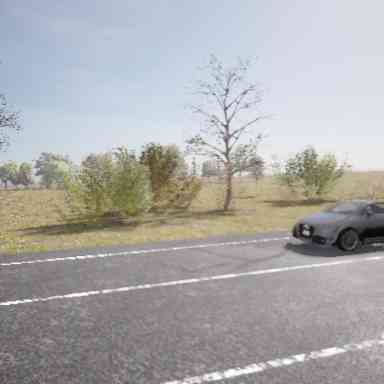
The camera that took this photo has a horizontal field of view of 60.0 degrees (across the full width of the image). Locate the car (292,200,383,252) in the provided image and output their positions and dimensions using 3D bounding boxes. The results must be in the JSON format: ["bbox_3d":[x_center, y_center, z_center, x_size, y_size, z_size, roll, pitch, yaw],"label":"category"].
[{"bbox_3d":[5.390,0.969,10.754,4.181,1.385,1.994,-3,2,-17],"label":"car"}]
